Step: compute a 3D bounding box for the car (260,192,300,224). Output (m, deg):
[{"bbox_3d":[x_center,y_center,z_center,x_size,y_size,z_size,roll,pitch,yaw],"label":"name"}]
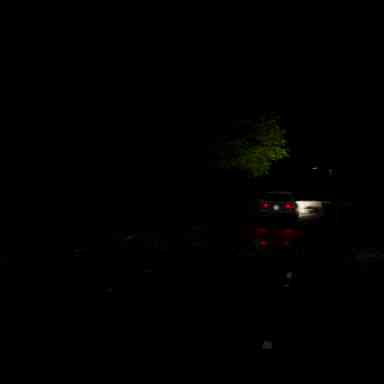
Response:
[{"bbox_3d":[6.095,0.996,22.808,2.150,2.045,5.566,1,1,20],"label":"car"}]
